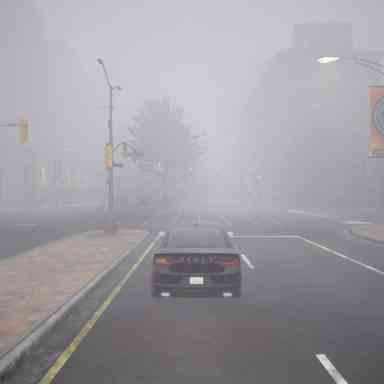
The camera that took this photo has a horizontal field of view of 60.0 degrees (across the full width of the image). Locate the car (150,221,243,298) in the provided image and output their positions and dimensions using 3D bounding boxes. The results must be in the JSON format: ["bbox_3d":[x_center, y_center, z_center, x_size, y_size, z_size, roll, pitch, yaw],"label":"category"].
[{"bbox_3d":[0.110,1.478,8.590,1.882,1.535,5.008,0,0,1],"label":"car"}]

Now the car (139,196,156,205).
[{"bbox_3d":[-7.865,1.503,56.594,1.837,1.490,4.892,0,0,1],"label":"car"}]

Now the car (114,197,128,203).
[{"bbox_3d":[-14.490,1.595,67.967,1.895,1.301,4.718,0,0,0],"label":"car"}]

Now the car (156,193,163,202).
[{"bbox_3d":[-7.733,1.524,69.835,1.812,1.442,4.674,0,0,0],"label":"car"}]
